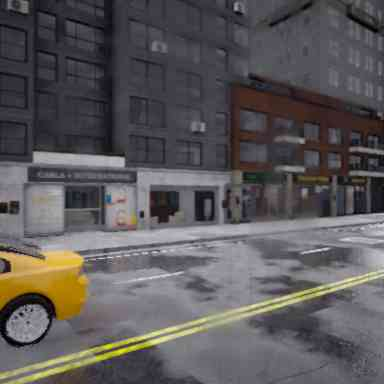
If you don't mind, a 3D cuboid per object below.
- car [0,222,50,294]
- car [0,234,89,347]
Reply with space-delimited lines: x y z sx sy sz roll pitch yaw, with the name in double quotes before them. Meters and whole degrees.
"car" -5.697 1.563 7.606 4.181 1.385 1.994 0 0 -36
"car" -4.088 1.475 4.761 5.008 1.535 1.882 0 0 -36
